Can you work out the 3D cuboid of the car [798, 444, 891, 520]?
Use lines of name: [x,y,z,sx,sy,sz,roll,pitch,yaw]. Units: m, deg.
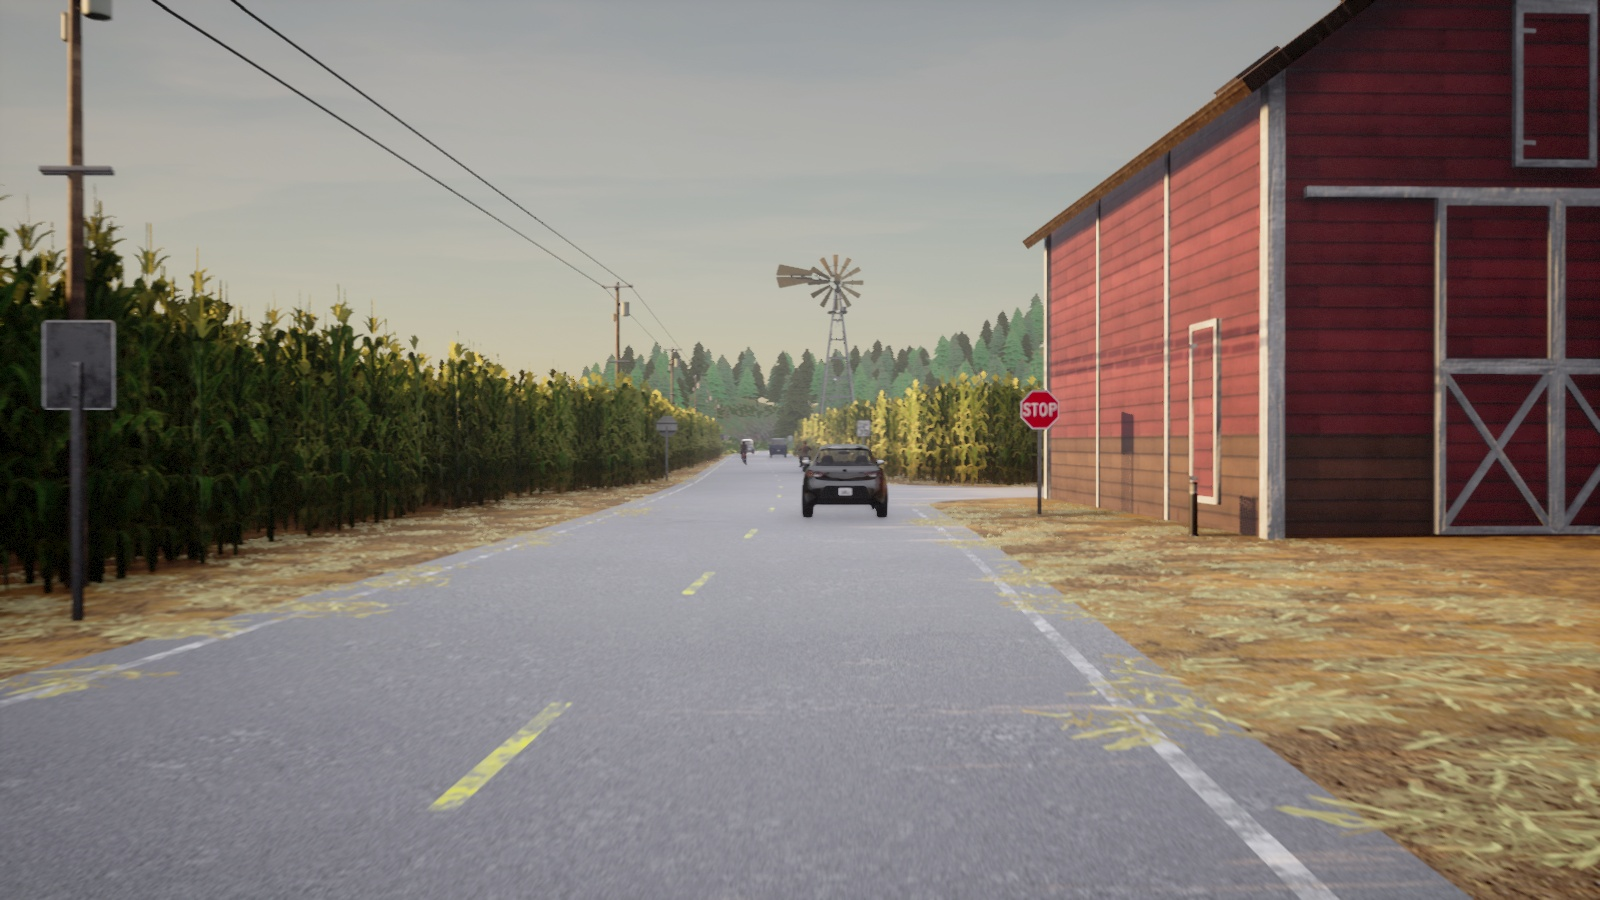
car: [0.912,0.610,26.720,1.816,1.474,4.193,0,0,1]
